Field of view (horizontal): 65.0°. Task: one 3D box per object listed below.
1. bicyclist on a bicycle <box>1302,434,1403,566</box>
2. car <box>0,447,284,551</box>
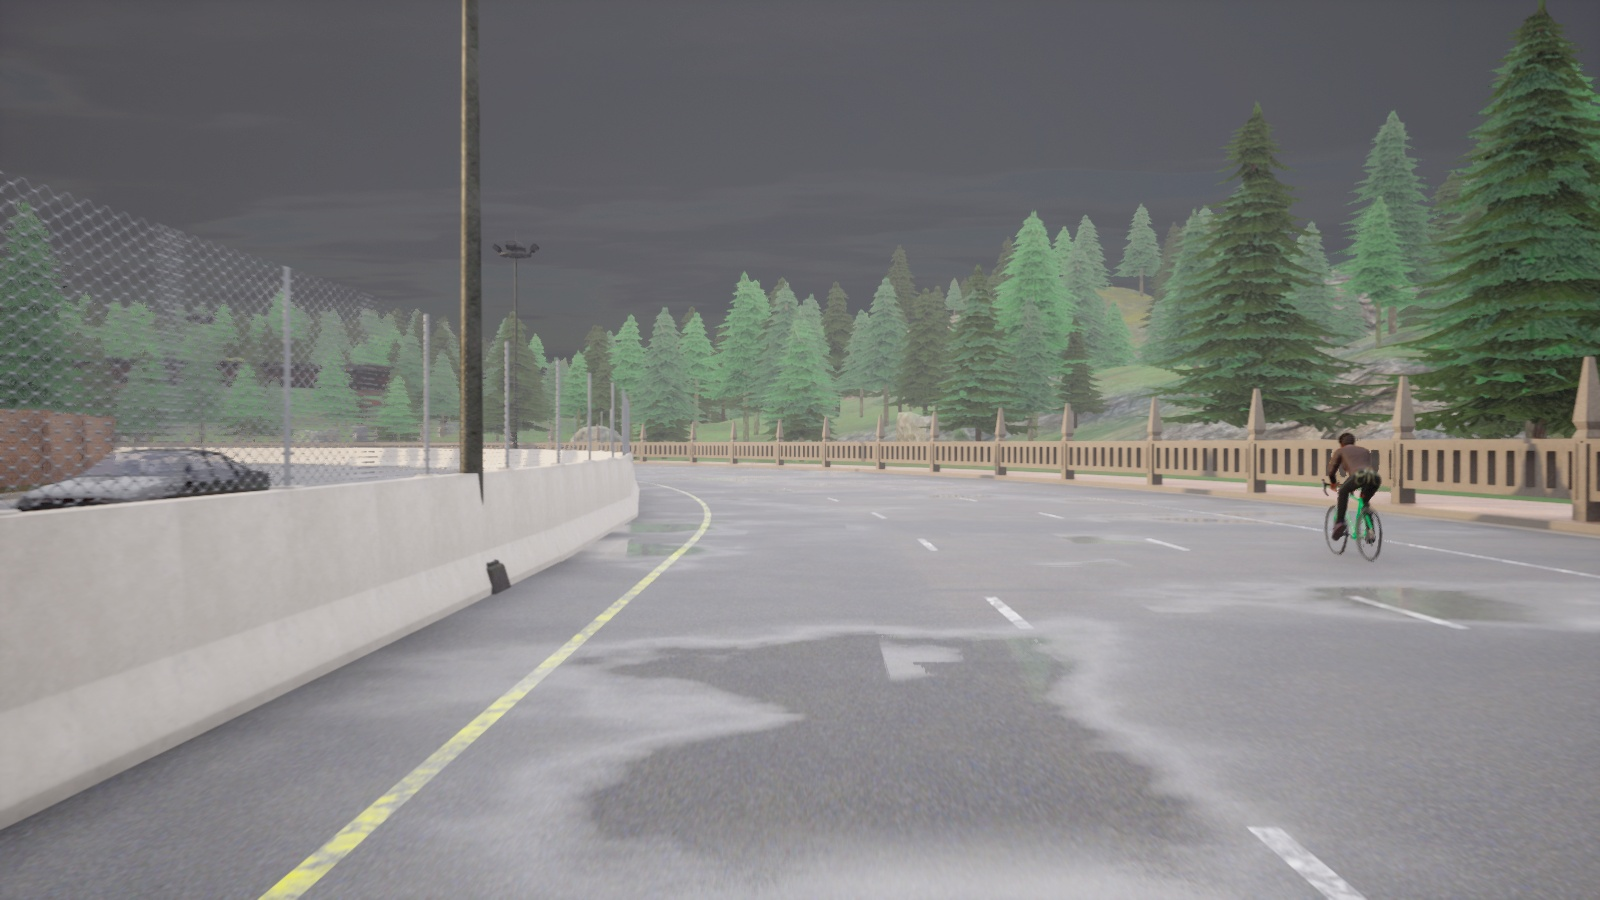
[{"bbox_3d":[7.099,0.614,16.217,0.582,1.620,1.656,0,0,0],"label":"bicyclist on a bicycle"},{"bbox_3d":[-10.342,0.673,20.026,2.033,1.411,5.357,0,0,0],"label":"car"}]
